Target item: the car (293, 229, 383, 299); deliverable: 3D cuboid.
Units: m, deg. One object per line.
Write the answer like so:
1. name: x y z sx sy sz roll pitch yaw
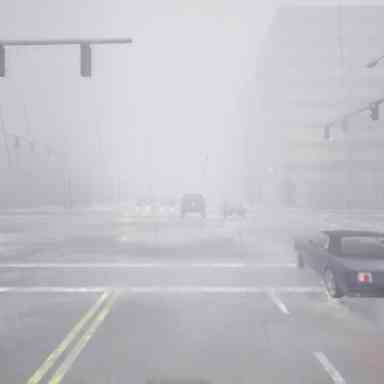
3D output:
1. car: 3.900 1.582 8.253 1.895 1.301 4.718 0 0 4

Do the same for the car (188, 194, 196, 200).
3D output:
1. car: -0.001 1.257 85.194 2.033 1.411 5.357 0 0 0

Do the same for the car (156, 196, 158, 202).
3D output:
1. car: -7.016 1.455 64.813 1.895 1.301 4.718 0 0 0

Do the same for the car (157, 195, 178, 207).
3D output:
1. car: -3.575 1.491 49.036 1.895 1.301 4.718 0 0 0

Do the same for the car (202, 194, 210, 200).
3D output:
1. car: 3.499 1.312 85.224 1.895 1.301 4.718 0 0 0

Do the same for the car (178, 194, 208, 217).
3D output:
1. car: 0.100 1.153 30.711 2.150 2.045 5.566 0 0 0

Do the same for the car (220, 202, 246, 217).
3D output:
1. car: 3.599 1.534 30.074 1.895 1.301 4.718 0 0 0

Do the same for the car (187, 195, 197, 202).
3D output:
1. car: -0.001 1.368 75.231 2.033 1.411 5.357 0 0 0

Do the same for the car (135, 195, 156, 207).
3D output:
1. car: -7.073 1.242 49.412 2.097 1.767 4.553 0 0 0

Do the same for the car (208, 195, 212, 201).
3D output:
1. car: 3.499 1.425 76.099 1.895 1.301 4.718 0 0 0

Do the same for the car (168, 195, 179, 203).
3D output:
1. car: -3.516 1.332 65.329 1.882 1.535 5.008 0 0 0
